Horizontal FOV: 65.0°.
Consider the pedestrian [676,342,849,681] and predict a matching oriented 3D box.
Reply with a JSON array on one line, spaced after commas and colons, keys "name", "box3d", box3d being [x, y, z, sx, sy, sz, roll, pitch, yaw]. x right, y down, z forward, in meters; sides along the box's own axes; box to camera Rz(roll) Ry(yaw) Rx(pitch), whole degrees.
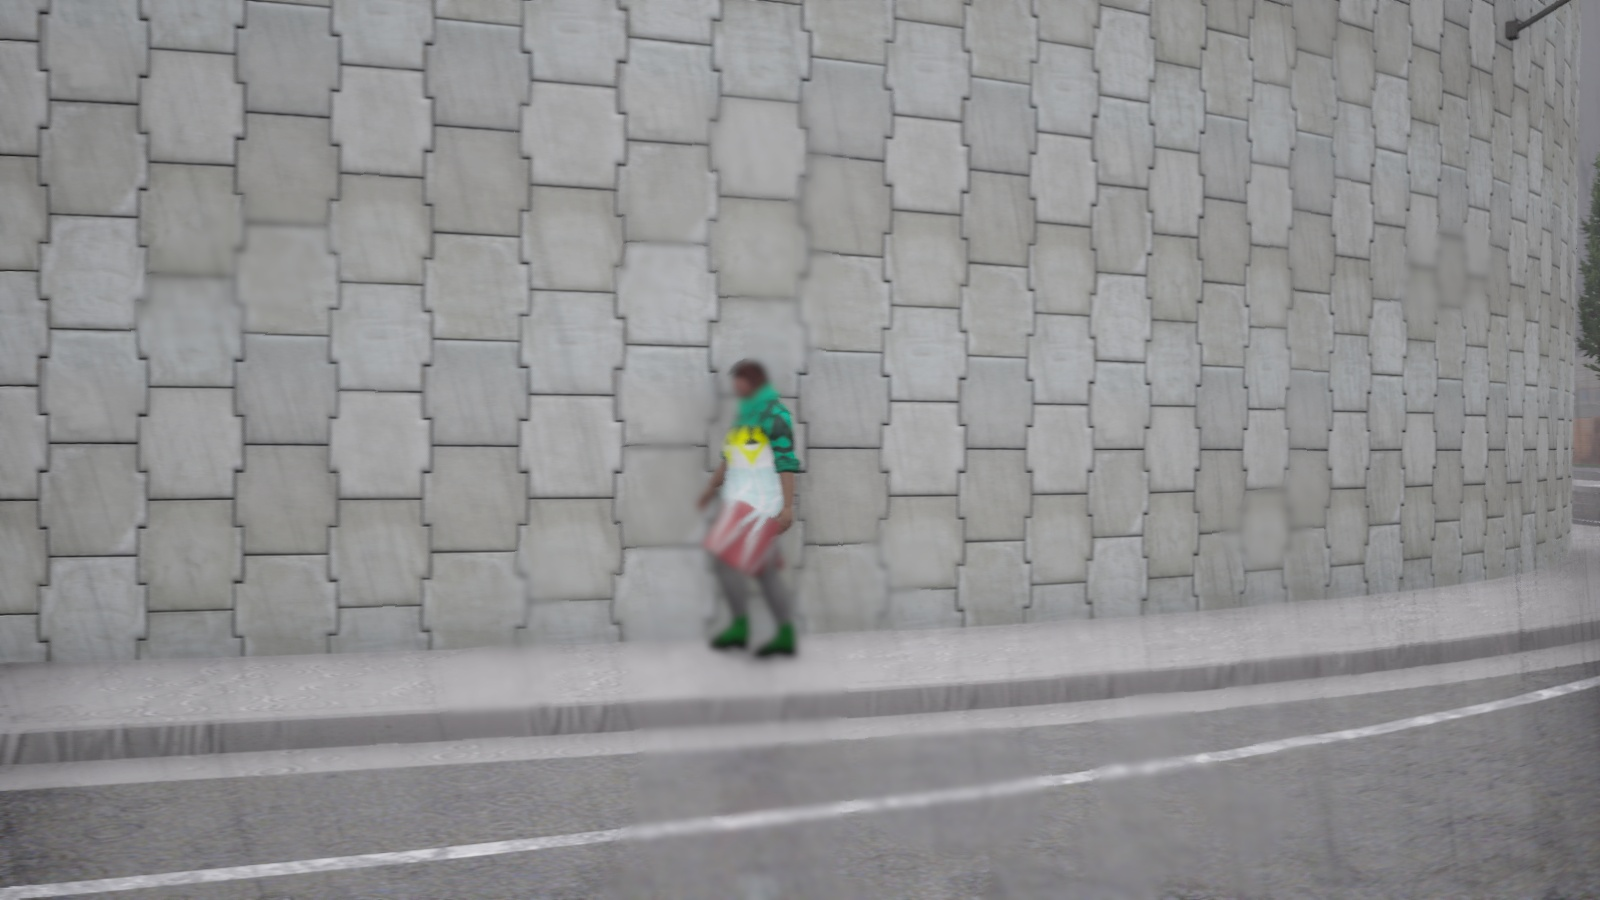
[{"name": "pedestrian", "box3d": [-0.239, 0.345, 7.674, 0.873, 1.952, 0.659, -1, 1, -20]}]
